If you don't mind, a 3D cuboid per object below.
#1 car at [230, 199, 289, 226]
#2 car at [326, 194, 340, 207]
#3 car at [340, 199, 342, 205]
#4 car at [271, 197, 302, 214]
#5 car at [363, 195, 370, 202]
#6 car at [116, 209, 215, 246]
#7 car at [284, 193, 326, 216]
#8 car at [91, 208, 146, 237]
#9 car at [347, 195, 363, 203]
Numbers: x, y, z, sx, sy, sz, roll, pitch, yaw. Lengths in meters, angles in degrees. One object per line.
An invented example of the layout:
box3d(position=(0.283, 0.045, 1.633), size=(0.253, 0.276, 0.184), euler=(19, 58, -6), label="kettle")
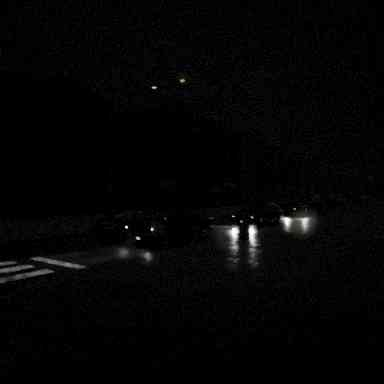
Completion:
box3d(position=(4.705, 1.488, 23.284), size=(2.033, 1.411, 5.357), euler=(0, 0, 35), label="car")
box3d(position=(19.873, 1.243, 49.257), size=(2.192, 1.841, 5.009), euler=(0, 0, 35), label="car")
box3d(position=(23.142, 1.492, 53.903), size=(1.947, 1.339, 4.313), euler=(0, 0, 35), label="car")
box3d(position=(10.069, 1.371, 35.321), size=(1.967, 1.590, 4.097), euler=(0, 0, 35), label="car")
box3d(position=(39.383, 1.479, 76.990), size=(1.752, 1.417, 4.829), euler=(0, 0, 35), label="car")
box3d(position=(-0.924, 1.559, 15.292), size=(1.895, 1.301, 4.718), euler=(0, 0, 35), label="car")
box3d(position=(10.776, 1.153, 31.898), size=(2.150, 2.045, 5.566), euler=(0, 0, 35), label="car")
box3d(position=(-3.002, 1.510, 16.741), size=(2.008, 1.369, 4.403), euler=(0, 0, 35), label="car")
box3d(position=(32.945, 1.501, 67.838), size=(1.947, 1.339, 4.313), euler=(0, 0, 35), label="car")
